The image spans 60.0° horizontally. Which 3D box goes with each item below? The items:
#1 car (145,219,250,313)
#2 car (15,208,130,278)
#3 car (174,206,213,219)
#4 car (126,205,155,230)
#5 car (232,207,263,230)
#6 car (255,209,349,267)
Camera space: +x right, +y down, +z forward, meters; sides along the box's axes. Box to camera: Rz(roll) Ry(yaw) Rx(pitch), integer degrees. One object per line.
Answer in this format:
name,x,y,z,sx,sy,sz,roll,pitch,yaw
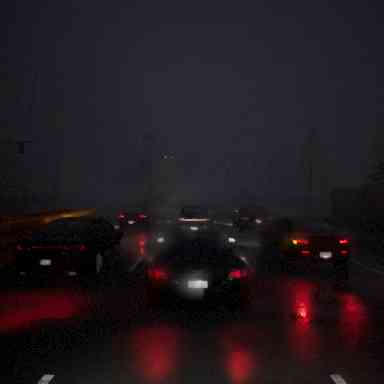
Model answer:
car,0.100,1.564,7.748,1.994,1.385,4.181,0,0,0
car,-3.400,1.478,10.215,1.882,1.535,5.008,0,0,0
car,0.099,1.491,17.697,2.128,1.511,4.902,0,0,0
car,-3.419,1.526,20.950,1.812,1.442,4.674,0,0,0
car,3.598,1.564,19.938,1.994,1.385,4.181,0,0,0
car,3.598,1.526,11.252,1.812,1.442,4.674,0,0,0
